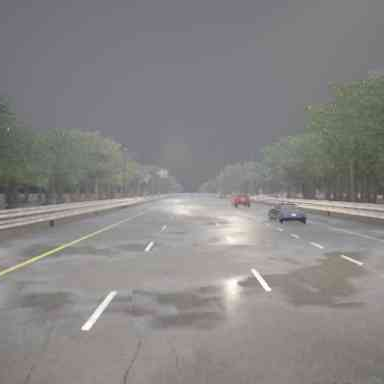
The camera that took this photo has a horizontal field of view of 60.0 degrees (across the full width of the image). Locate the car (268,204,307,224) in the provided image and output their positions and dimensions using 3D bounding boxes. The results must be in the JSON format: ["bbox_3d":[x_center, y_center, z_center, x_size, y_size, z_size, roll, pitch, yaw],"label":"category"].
[{"bbox_3d":[7.009,1.552,24.874,1.994,1.385,4.181,0,0,0],"label":"car"}]

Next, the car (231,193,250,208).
[{"bbox_3d":[7.018,1.209,48.187,2.150,2.045,5.566,0,0,0],"label":"car"}]
